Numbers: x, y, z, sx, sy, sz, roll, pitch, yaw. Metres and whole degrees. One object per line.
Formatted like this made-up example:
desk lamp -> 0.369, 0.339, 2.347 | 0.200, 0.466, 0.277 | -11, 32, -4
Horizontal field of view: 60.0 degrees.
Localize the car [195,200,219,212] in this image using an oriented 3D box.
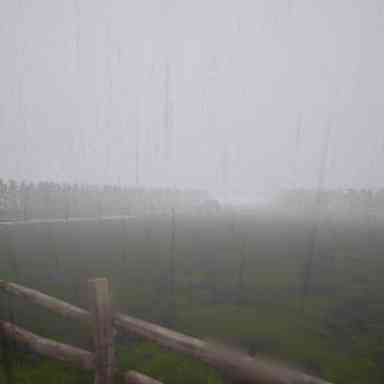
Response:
car -> 2.700, 2.380, 58.025 | 2.150, 2.045, 5.566 | -1, -2, 36
